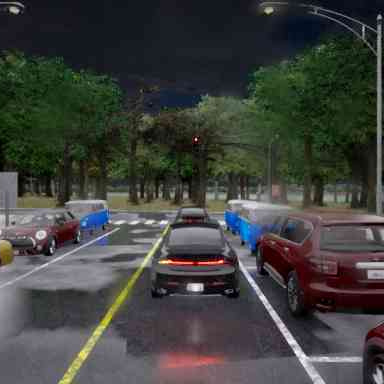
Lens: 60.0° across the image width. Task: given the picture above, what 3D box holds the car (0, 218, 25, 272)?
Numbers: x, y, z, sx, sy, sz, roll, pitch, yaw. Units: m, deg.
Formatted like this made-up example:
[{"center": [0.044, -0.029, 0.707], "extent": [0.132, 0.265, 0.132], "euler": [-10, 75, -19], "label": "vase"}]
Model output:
[{"center": [-5.766, 1.525, 7.189], "extent": [1.752, 1.417, 4.829], "euler": [0, 0, 0], "label": "car"}]

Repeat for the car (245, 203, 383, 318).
[{"center": [2.759, 1.315, 7.364], "extent": [2.192, 1.841, 5.009], "euler": [0, 0, 0], "label": "car"}]

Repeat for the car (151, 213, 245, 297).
[{"center": [0.073, 1.505, 8.535], "extent": [1.837, 1.490, 4.892], "euler": [0, 0, 0], "label": "car"}]

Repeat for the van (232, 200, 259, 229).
[{"center": [2.756, 1.342, 12.801], "extent": [1.690, 1.788, 3.998], "euler": [0, 0, 0], "label": "van"}]

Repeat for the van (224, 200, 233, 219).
[{"center": [2.753, 1.342, 18.239], "extent": [1.690, 1.788, 3.998], "euler": [0, 0, 0], "label": "van"}]

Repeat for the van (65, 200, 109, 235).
[{"center": [-5.772, 1.342, 18.235], "extent": [1.690, 1.788, 3.998], "euler": [0, 0, 0], "label": "van"}]

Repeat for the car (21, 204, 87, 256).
[{"center": [-5.769, 1.440, 12.797], "extent": [1.967, 1.590, 4.097], "euler": [0, 0, 0], "label": "car"}]

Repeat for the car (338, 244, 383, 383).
[{"center": [2.762, 1.440, 1.926], "extent": [1.967, 1.590, 4.097], "euler": [0, 0, 0], "label": "car"}]

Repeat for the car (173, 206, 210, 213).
[{"center": [0.003, 1.506, 17.939], "extent": [1.837, 1.490, 4.892], "euler": [0, 0, -1], "label": "car"}]
